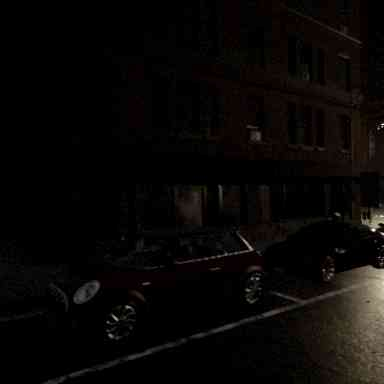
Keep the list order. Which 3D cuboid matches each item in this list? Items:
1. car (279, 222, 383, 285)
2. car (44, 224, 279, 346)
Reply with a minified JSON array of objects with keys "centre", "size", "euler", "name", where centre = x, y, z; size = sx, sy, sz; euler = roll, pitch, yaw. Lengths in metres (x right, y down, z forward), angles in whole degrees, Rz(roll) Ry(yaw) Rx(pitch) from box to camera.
[{"centre":[3.930,1.551,9.465],"size":[4.313,1.339,1.947],"euler":[0,-1,-35],"name":"car"},{"centre":[-0.553,1.435,6.269],"size":[4.097,1.590,1.967],"euler":[0,-1,-35],"name":"car"}]
